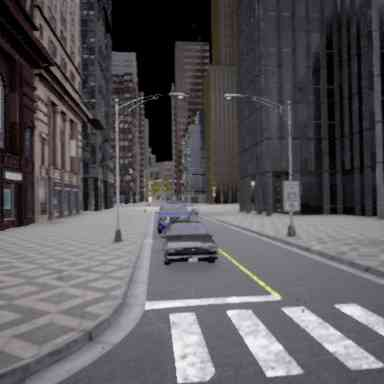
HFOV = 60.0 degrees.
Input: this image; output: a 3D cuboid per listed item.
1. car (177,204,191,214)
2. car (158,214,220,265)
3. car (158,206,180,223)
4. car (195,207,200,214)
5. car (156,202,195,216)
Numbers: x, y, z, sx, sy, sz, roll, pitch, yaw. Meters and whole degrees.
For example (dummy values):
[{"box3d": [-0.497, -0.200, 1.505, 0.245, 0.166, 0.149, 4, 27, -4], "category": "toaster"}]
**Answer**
[{"box3d": [-1.381, 2.678, 53.477, 1.882, 1.535, 5.008, -1, -1, -6], "category": "car"}, {"box3d": [-0.237, 1.855, 13.297, 2.033, 1.411, 5.357, -1, -1, -6], "category": "car"}, {"box3d": [-2.522, 2.313, 34.995, 2.128, 1.511, 4.902, -1, -1, -6], "category": "car"}, {"box3d": [-0.248, 2.487, 43.276, 1.812, 1.442, 4.674, -1, -1, -5], "category": "car"}, {"box3d": [-1.322, 1.773, 23.524, 2.150, 2.045, 5.566, -1, -1, -6], "category": "car"}]
